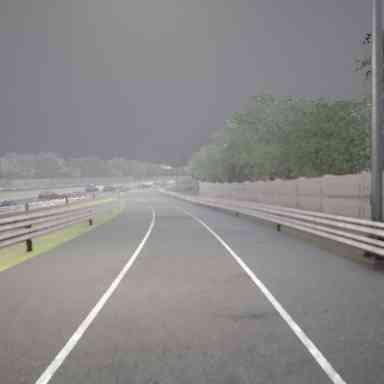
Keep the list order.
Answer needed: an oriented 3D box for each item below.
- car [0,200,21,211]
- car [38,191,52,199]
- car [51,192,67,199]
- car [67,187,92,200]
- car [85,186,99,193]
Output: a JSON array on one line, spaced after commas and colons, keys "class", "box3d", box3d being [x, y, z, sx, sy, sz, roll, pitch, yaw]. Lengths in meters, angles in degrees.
[{"class": "car", "box3d": [-26.373, 1.865, 47.097, 1.882, 1.535, 5.008, 0, 3, 8]}, {"class": "car", "box3d": [-30.192, 0.528, 69.886, 2.097, 1.767, 4.553, 0, 3, 8]}, {"class": "car", "box3d": [-26.718, 0.776, 69.463, 1.895, 1.301, 4.718, 0, 3, 8]}, {"class": "car", "box3d": [-23.263, 0.553, 68.889, 2.097, 1.767, 4.553, 0, 3, 8]}, {"class": "car", "box3d": [-27.258, -0.723, 90.449, 2.150, 2.045, 5.566, 0, 3, 8]}]
